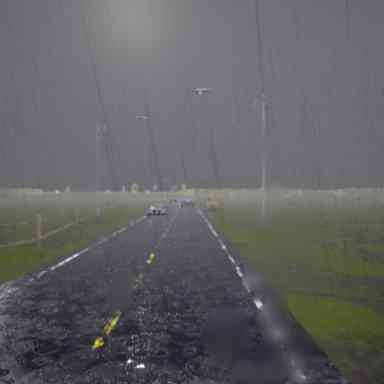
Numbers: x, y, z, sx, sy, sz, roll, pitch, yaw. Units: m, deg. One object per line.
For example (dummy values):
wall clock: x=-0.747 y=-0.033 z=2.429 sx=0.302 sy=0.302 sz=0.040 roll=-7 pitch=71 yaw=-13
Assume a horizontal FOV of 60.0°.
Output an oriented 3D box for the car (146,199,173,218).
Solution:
car: x=-3.116 y=1.642 z=31.290 sx=1.994 sy=1.385 sz=4.181 roll=0 pitch=0 yaw=-1

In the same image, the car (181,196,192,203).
car: x=-1.202 y=1.556 z=69.277 sx=2.128 sy=1.511 sz=4.902 roll=0 pitch=0 yaw=-2

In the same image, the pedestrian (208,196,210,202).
pedestrian: x=2.304 y=1.395 z=44.789 sx=0.375 sy=1.860 sz=0.375 roll=0 pitch=0 yaw=1

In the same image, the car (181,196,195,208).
car: x=-0.679 y=1.466 z=51.870 sx=2.097 sy=1.767 sz=4.553 roll=0 pitch=0 yaw=-2

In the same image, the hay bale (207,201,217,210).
hay bale: x=2.635 y=1.754 z=43.624 sx=1.220 sy=1.180 sz=1.240 roll=0 pitch=0 yaw=-1

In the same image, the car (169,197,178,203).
car: x=-4.089 y=1.676 z=72.945 sx=1.895 sy=1.301 sz=4.718 roll=0 pitch=0 yaw=-2
